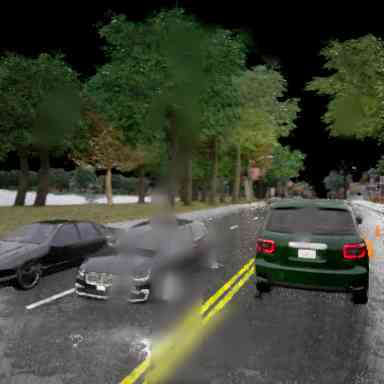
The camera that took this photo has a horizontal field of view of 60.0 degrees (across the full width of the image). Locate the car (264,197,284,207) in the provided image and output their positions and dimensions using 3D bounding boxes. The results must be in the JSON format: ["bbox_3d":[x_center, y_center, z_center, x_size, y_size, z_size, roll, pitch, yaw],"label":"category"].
[{"bbox_3d":[12.283,1.465,49.643,2.033,1.411,5.357,0,0,22],"label":"car"}]

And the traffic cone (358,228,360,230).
[{"bbox_3d":[7.651,1.936,15.237,0.340,0.580,0.340,0,0,22],"label":"traffic cone"}]

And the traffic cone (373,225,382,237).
[{"bbox_3d":[9.319,1.936,16.725,0.340,0.580,0.340,0,0,22],"label":"traffic cone"}]

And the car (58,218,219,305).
[{"bbox_3d":[-0.745,1.477,8.261,1.837,1.490,4.892,0,0,22],"label":"car"}]

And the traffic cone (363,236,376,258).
[{"bbox_3d":[6.170,1.944,11.521,0.340,0.580,0.340,0,0,22],"label":"traffic cone"}]

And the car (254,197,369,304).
[{"bbox_3d":[3.073,1.208,8.513,2.150,2.045,5.566,0,0,22],"label":"car"}]

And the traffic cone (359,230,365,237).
[{"bbox_3d":[6.910,1.940,13.379,0.340,0.580,0.340,0,0,22],"label":"traffic cone"}]

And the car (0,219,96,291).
[{"bbox_3d":[-3.831,1.505,9.299,2.033,1.411,5.357,0,0,22],"label":"car"}]

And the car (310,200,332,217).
[{"bbox_3d":[12.541,1.545,32.282,1.895,1.301,4.718,0,0,22],"label":"car"}]

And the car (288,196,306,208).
[{"bbox_3d":[15.591,1.426,49.162,2.128,1.511,4.902,0,0,22],"label":"car"}]
